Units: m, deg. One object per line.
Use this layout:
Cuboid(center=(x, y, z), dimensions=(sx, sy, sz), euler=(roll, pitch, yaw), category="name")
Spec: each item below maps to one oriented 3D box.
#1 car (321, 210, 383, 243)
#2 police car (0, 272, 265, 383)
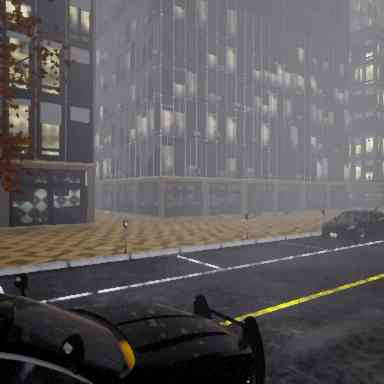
Cuboid(center=(8.141, 1.563, 16.226), dimensions=(4.313, 1.339, 1.947), euler=(0, 0, -35), category="car")
Cuboid(center=(-1.616, 1.425, 2.281), dimensions=(5.238, 1.638, 1.930), euler=(0, 0, -35), category="police car")
